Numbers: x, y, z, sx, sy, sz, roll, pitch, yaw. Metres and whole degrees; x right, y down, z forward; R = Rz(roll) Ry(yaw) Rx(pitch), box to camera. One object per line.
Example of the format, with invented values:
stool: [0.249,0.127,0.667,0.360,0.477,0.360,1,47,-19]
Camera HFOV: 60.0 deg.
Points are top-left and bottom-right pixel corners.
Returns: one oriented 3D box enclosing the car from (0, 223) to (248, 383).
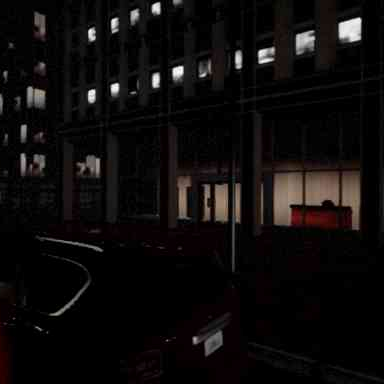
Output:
car: [-1.762,1.331,4.130,5.009,1.841,2.192,0,0,36]
